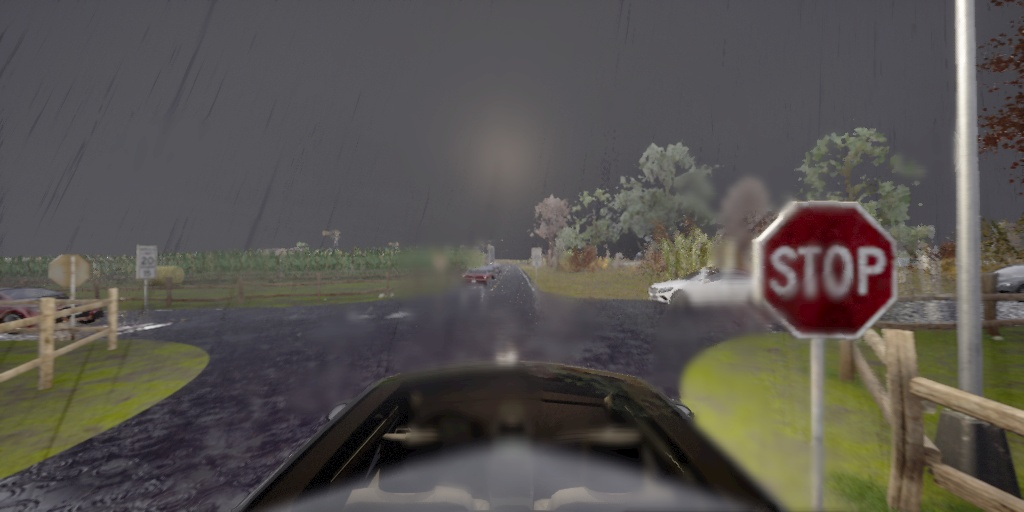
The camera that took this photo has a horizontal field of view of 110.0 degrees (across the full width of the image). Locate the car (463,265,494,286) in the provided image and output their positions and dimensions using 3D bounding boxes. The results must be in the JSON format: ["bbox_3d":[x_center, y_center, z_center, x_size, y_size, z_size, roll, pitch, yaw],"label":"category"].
[{"bbox_3d":[-2.702,1.651,28.480,1.895,1.301,4.718,0,-1,0],"label":"car"}]

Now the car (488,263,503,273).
[{"bbox_3d":[-2.530,1.872,56.493,2.128,1.511,4.902,0,-1,0],"label":"car"}]

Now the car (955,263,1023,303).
[{"bbox_3d":[20.303,0.991,13.892,4.674,1.442,1.812,-1,0,1],"label":"car"}]

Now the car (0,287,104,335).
[{"bbox_3d":[-16.284,1.726,11.802,4.181,1.385,1.994,-1,-1,1],"label":"car"}]

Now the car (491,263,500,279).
[{"bbox_3d":[-2.660,1.708,38.133,2.033,1.411,5.357,0,-1,0],"label":"car"}]

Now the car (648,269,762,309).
[{"bbox_3d":[7.850,1.232,14.190,4.674,1.442,1.812,-1,0,1],"label":"car"}]

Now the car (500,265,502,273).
[{"bbox_3d":[-2.612,1.833,47.337,1.994,1.385,4.181,0,-1,0],"label":"car"}]
